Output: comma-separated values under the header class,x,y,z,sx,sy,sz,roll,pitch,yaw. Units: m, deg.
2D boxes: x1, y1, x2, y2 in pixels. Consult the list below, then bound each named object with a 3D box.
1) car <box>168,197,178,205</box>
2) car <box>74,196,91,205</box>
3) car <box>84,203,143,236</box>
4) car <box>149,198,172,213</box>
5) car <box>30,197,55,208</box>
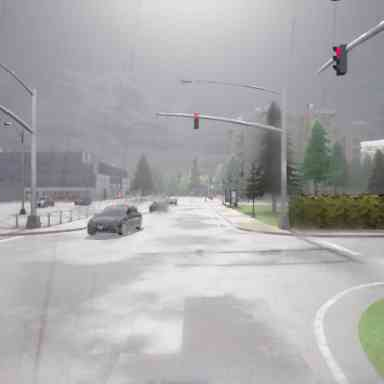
class,x,y,z,sx,sy,sz,roll,pitch,yaw
car,-3.468,1.572,56.268,1.994,1.385,4.181,0,0,0
car,-17.425,1.374,53.076,1.845,1.501,3.633,0,0,0
car,-4.118,1.506,18.572,1.837,1.490,4.892,1,0,8
car,-3.576,1.601,36.347,1.895,1.301,4.718,0,0,0
car,-20.482,1.384,45.687,1.970,1.475,3.806,0,0,0
